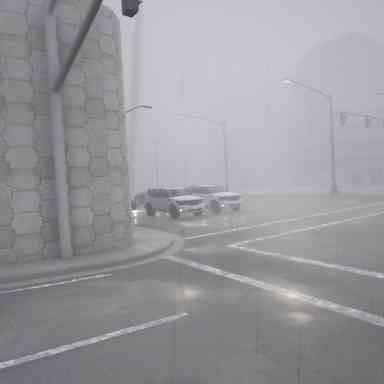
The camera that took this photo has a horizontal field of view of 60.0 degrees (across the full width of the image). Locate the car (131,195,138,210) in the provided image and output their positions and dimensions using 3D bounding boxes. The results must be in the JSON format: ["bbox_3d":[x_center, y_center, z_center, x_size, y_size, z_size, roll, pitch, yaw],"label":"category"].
[{"bbox_3d":[-6.850,0.997,31.344,1.994,1.385,4.181,-5,3,-35],"label":"car"}]

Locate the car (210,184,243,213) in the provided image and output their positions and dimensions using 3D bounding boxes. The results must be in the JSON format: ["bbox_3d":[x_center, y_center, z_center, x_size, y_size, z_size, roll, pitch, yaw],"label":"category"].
[{"bbox_3d":[1.418,0.421,25.669,2.150,2.045,5.566,-5,3,-35],"label":"car"}]

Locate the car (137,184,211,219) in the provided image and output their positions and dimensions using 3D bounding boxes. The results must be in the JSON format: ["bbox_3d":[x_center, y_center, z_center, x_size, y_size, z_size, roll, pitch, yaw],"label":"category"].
[{"bbox_3d":[-1.427,0.658,23.644,2.150,2.045,5.566,-5,3,-35],"label":"car"}]

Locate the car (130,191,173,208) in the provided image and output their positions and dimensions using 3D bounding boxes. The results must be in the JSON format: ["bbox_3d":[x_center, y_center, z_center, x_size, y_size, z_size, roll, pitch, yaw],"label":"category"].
[{"bbox_3d":[-4.200,0.688,33.643,2.128,1.511,4.902,-5,3,-35],"label":"car"}]
